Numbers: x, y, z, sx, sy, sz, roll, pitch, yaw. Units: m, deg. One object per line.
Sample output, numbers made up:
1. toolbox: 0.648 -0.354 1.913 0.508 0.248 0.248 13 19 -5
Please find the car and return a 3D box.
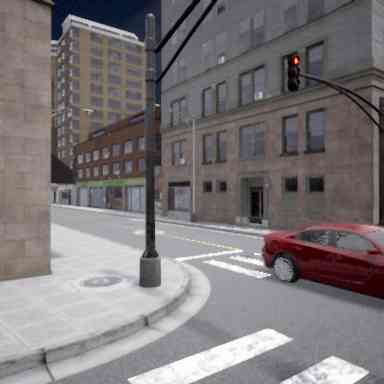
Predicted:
1. car: 3.847 1.471 7.501 1.882 1.535 5.008 0 0 -36
